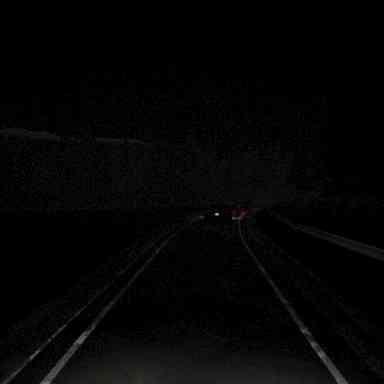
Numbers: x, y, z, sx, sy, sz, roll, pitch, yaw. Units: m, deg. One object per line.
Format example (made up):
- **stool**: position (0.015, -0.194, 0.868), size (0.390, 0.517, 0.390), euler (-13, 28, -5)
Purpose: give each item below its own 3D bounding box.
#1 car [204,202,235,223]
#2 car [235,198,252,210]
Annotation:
- **car**: position (2.096, 1.567, 25.855), size (1.994, 1.385, 4.181), euler (0, 0, 9)
- **car**: position (6.407, 1.530, 42.154), size (1.812, 1.442, 4.674), euler (0, 0, 20)
